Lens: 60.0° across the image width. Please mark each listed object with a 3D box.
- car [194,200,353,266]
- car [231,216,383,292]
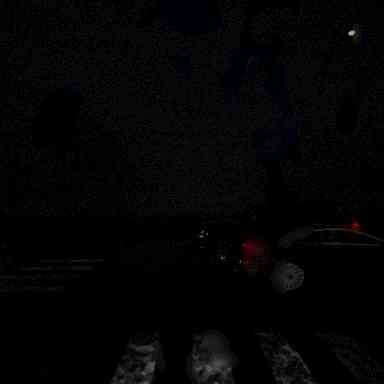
[{"bbox_3d":[2.833,1.311,11.536,5.566,2.045,2.150,-1,0,0],"label":"car"},{"bbox_3d":[3.670,1.551,8.574,4.902,1.511,2.128,-1,0,0],"label":"car"}]
